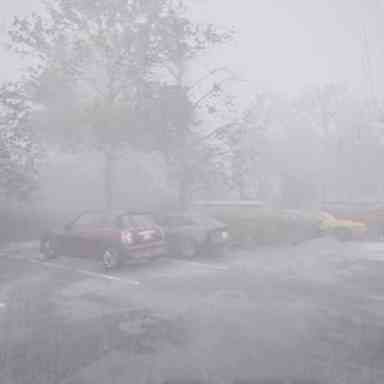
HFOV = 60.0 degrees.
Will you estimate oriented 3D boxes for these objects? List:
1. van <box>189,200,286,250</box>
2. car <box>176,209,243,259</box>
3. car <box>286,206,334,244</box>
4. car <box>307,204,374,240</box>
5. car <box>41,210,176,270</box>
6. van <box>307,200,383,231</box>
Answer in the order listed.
[{"bbox_3d":[1.567,1.362,14.821,4.442,1.987,1.878,-1,-1,35],"label":"van"},{"bbox_3d":[-0.757,1.585,13.063,4.792,1.488,2.163,-1,-1,34],"label":"car"},{"bbox_3d":[4.066,1.619,16.461,4.892,1.521,2.231,-1,-1,35],"label":"car"},{"bbox_3d":[6.612,1.648,18.074,5.366,1.575,1.946,-1,-1,35],"label":"car"},{"bbox_3d":[-3.104,1.399,11.323,4.553,1.767,2.185,-1,-1,34],"label":"car"},{"bbox_3d":[8.758,1.463,19.955,4.442,1.987,1.878,-1,-1,34],"label":"van"}]
